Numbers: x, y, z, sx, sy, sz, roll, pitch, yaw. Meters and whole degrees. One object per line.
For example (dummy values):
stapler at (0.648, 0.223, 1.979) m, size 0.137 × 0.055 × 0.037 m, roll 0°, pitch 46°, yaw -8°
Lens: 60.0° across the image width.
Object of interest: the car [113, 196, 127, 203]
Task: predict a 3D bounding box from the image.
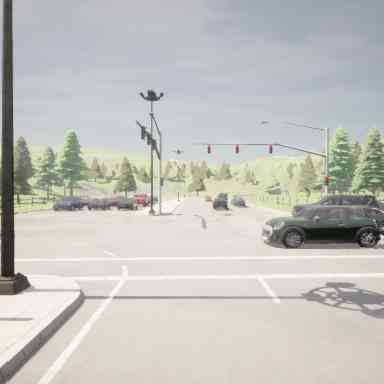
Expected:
car at (-14.899, 1.499, 69.173) m, size 1.837 × 1.490 × 4.892 m, roll 0°, pitch 0°, yaw 0°

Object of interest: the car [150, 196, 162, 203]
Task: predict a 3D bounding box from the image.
car at (-7.870, 1.526, 72.676) m, size 2.033 × 1.411 × 5.357 m, roll 0°, pitch 0°, yaw 0°

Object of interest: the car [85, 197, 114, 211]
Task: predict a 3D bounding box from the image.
car at (-11.541, 1.564, 41.617) m, size 1.994 × 1.385 × 4.181 m, roll 0°, pitch 0°, yaw 0°

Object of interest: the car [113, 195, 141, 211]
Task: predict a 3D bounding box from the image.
car at (-8.037, 1.478, 41.734) m, size 1.882 × 1.535 × 5.008 m, roll 0°, pitch 0°, yaw 0°

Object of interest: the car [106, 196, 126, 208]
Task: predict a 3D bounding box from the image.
car at (-11.523, 1.478, 50.595) m, size 1.882 × 1.535 × 5.008 m, roll 0°, pitch 0°, yaw 0°

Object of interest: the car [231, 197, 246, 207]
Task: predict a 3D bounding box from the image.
car at (7.184, 1.547, 52.144) m, size 2.033 × 1.411 × 5.357 m, roll 0°, pitch 0°, yaw 0°

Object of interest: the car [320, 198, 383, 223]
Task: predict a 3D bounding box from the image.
car at (12.344, 1.351, 25.230) m, size 4.553 × 1.767 × 2.097 m, roll 0°, pitch 0°, yaw 5°

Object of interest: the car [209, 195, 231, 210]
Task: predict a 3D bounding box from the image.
car at (3.651, 1.506, 43.718) m, size 1.837 × 1.490 × 4.892 m, roll 0°, pitch 0°, yaw 0°

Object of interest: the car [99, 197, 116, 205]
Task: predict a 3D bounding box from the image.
car at (-14.994, 1.564, 59.062) m, size 1.994 × 1.385 × 4.181 m, roll 0°, pitch 0°, yaw 0°

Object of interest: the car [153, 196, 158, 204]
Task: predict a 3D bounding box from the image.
car at (-7.973, 1.547, 62.007) m, size 2.033 × 1.411 × 5.357 m, roll 0°, pitch 0°, yaw 0°

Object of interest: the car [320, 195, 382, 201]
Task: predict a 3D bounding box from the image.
car at (9.565, 1.221, 22.201) m, size 5.566 × 2.045 × 2.150 m, roll 0°, pitch 1°, yaw 12°

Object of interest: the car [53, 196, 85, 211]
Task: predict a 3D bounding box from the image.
car at (-15.044, 1.352, 40.365) m, size 2.097 × 1.767 × 4.553 m, roll 0°, pitch 0°, yaw 0°

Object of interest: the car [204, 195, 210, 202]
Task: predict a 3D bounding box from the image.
car at (3.731, 1.478, 78.574) m, size 1.882 × 1.535 × 5.008 m, roll 0°, pitch 0°, yaw 1°

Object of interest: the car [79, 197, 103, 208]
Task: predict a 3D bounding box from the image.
car at (-15.026, 1.547, 49.824) m, size 2.033 × 1.411 × 5.357 m, roll 0°, pitch 0°, yaw 0°

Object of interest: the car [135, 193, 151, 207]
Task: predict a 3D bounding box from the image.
car at (-8.022, 1.221, 51.668) m, size 2.150 × 2.045 × 5.566 m, roll 0°, pitch 0°, yaw 0°

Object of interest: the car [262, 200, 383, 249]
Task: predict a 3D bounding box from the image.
car at (5.315, 1.352, 14.086) m, size 4.553 × 1.767 × 2.097 m, roll 0°, pitch 0°, yaw -2°

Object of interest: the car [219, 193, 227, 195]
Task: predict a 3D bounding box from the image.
car at (7.198, 1.225, 77.114) m, size 2.150 × 2.045 × 5.566 m, roll 0°, pitch 0°, yaw 1°
